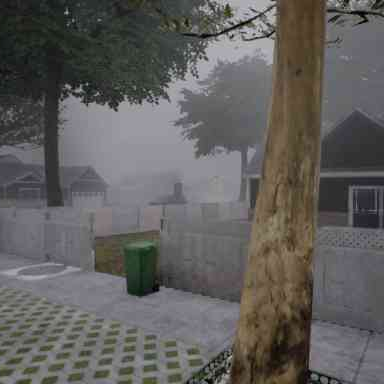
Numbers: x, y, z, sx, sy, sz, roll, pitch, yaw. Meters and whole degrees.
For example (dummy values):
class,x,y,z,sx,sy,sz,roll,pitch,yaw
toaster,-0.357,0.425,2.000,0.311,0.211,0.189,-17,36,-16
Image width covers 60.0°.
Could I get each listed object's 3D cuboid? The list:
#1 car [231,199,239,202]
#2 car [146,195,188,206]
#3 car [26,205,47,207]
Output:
class,x,y,z,sx,sy,sz,roll,pitch,yaw
car,6.877,1.723,49.560,1.994,1.385,4.181,1,0,35
car,-2.635,1.321,35.990,2.150,2.045,5.566,1,0,33
car,-11.260,1.641,23.612,1.895,1.301,4.718,1,0,35
